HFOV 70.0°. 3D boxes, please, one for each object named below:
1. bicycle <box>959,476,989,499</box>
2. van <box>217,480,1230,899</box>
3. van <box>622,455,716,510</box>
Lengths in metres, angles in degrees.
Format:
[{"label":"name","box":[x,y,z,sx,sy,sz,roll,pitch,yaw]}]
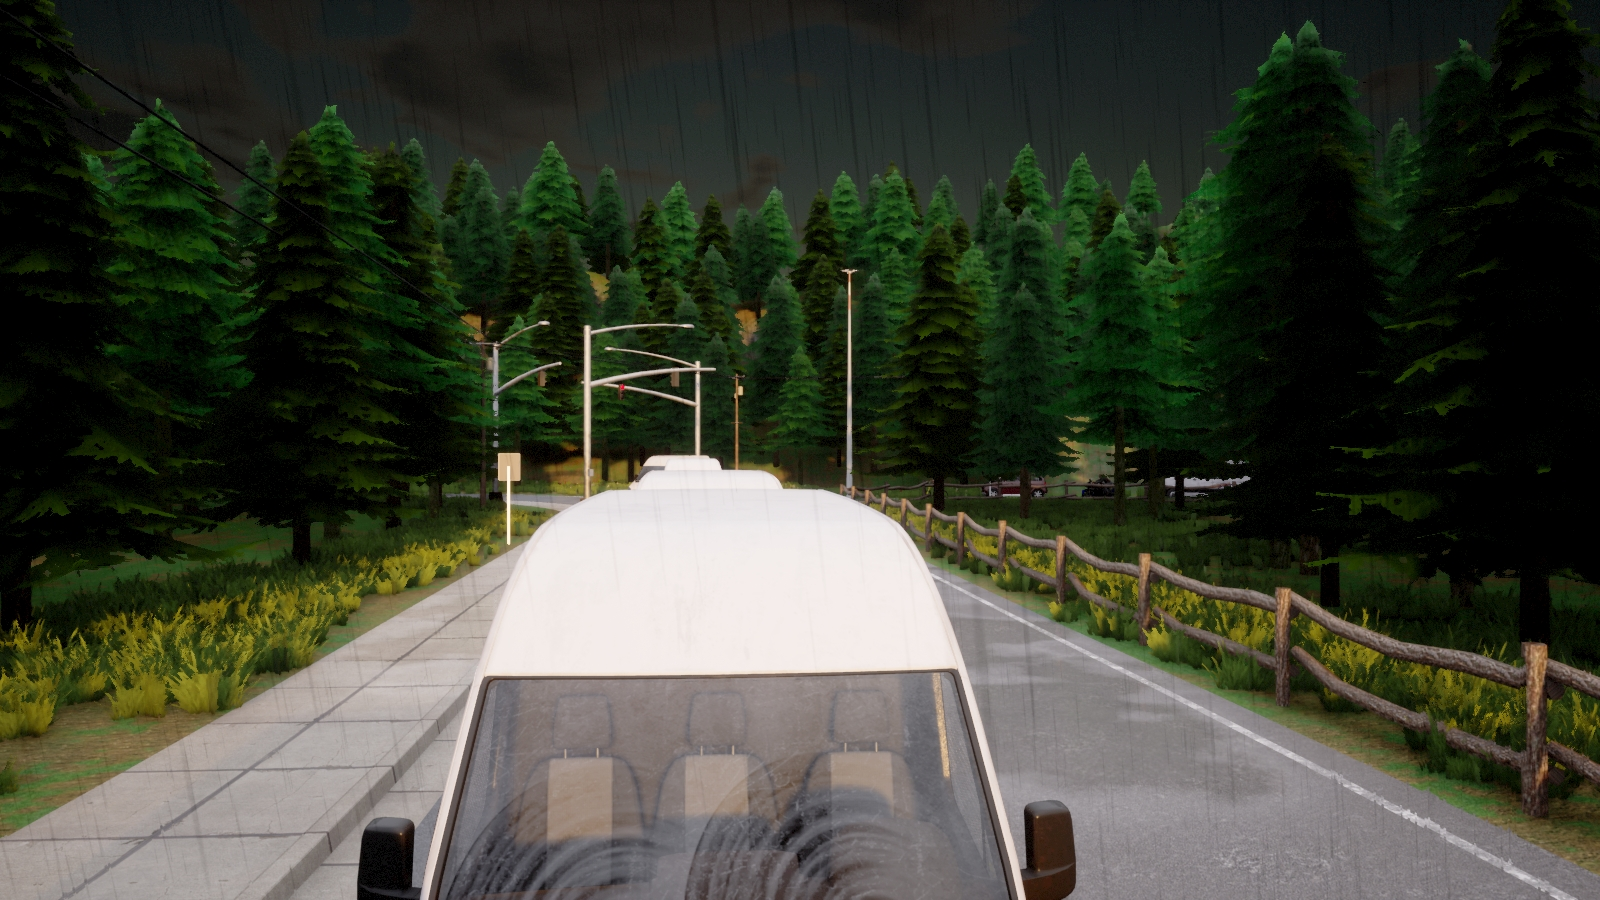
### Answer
[{"label":"bicycle","box":[9.931,2.158,65.239,1.487,1.276,0.859,0,0,-6]},{"label":"van","box":[-0.355,1.499,5.197,1.988,2.561,5.915,0,0,-5]},{"label":"van","box":[-6.327,1.515,56.001,1.988,2.561,5.915,0,0,22]}]
